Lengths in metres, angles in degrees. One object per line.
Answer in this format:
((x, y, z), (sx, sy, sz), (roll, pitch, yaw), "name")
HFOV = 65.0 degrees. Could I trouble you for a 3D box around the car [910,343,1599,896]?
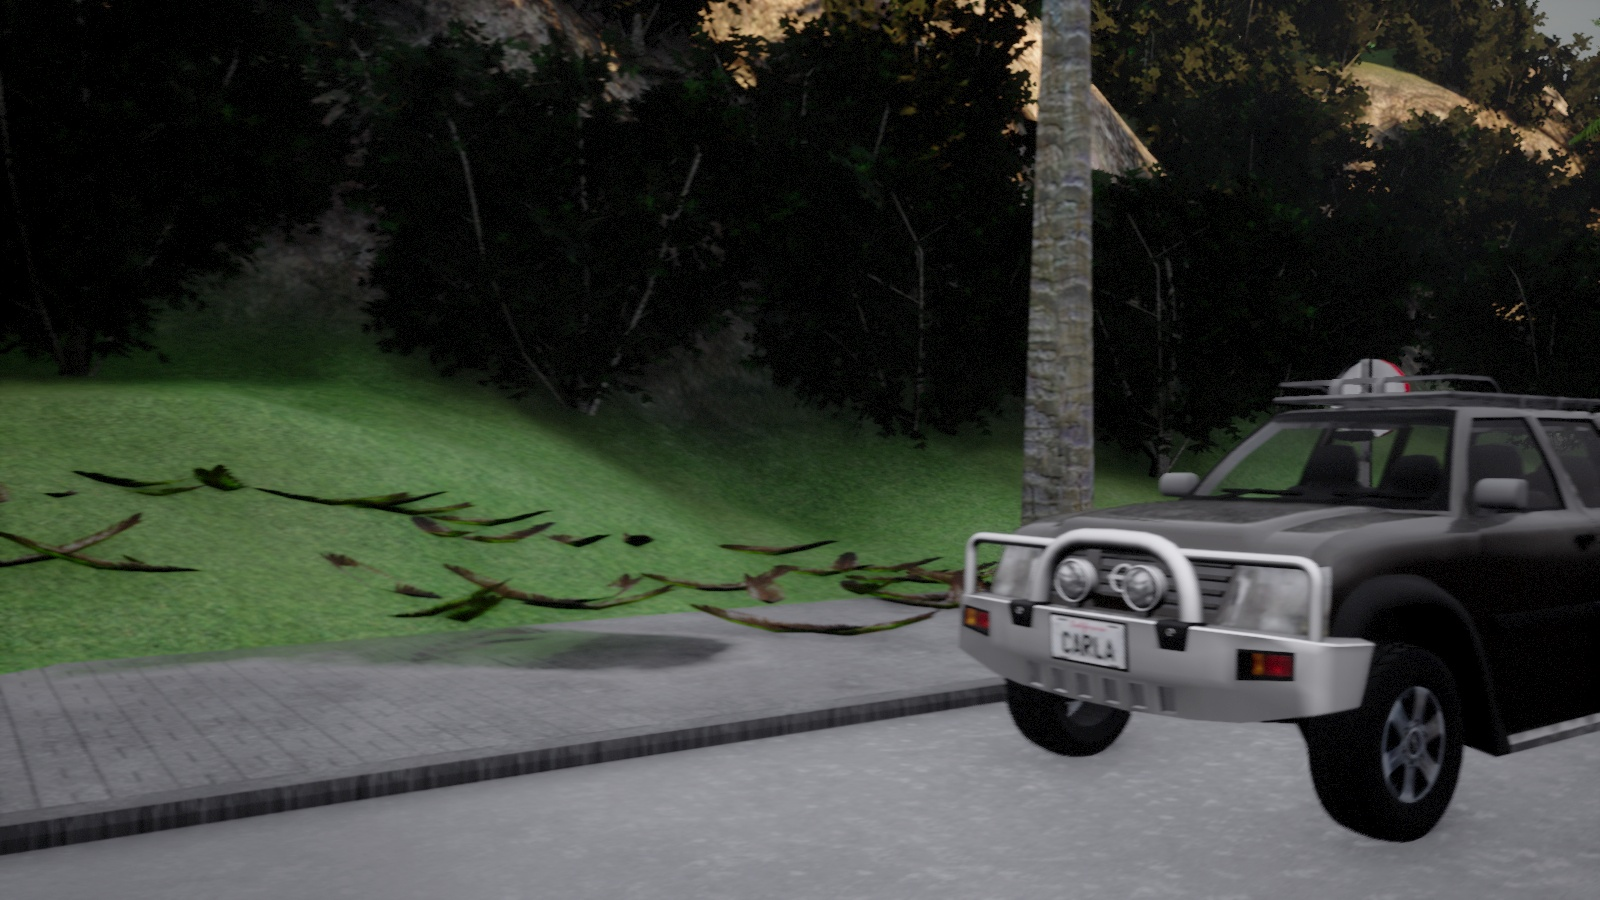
((2.951, 0.571, 6.324), (4.605, 1.855, 1.932), (0, 0, -35), "car")
